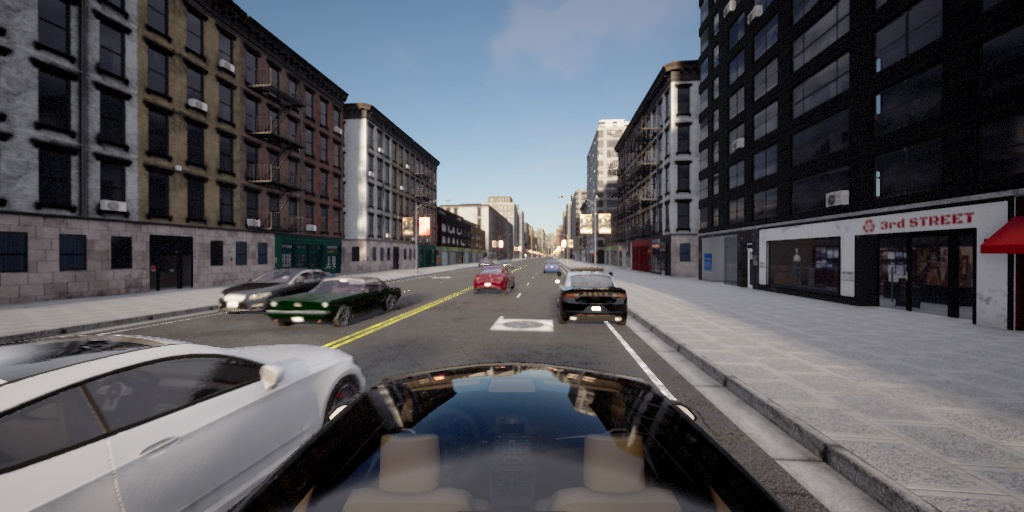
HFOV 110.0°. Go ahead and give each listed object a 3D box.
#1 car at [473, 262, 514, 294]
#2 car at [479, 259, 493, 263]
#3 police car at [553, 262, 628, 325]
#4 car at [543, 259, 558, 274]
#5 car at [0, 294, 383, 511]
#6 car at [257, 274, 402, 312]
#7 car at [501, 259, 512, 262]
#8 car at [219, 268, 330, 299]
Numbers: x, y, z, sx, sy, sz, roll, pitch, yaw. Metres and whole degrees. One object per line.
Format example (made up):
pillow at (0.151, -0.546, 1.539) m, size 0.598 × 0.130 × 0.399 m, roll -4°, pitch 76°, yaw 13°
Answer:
car at (-0.951, 1.262, 20.158) m, size 1.812 × 1.442 × 4.674 m, roll 0°, pitch 0°, yaw 6°
car at (-3.969, 1.199, 54.725) m, size 2.128 × 1.511 × 4.902 m, roll 0°, pitch 0°, yaw 6°
police car at (2.477, 1.169, 11.938) m, size 1.930 × 1.638 × 5.238 m, roll 0°, pitch 0°, yaw 6°
car at (4.581, 1.265, 41.412) m, size 2.033 × 1.411 × 5.357 m, roll 0°, pitch 0°, yaw 6°
car at (-2.856, 1.275, 2.421) m, size 1.812 × 1.442 × 4.674 m, roll 0°, pitch 0°, yaw 6°
car at (-5.351, 1.345, 11.528) m, size 1.895 × 1.301 × 4.718 m, roll 0°, pitch 0°, yaw 6°
car at (-0.925, 1.200, 52.671) m, size 2.128 × 1.511 × 4.902 m, roll 0°, pitch 0°, yaw 6°
car at (-8.400, 1.234, 13.558) m, size 2.128 × 1.511 × 4.902 m, roll 0°, pitch 0°, yaw 6°
